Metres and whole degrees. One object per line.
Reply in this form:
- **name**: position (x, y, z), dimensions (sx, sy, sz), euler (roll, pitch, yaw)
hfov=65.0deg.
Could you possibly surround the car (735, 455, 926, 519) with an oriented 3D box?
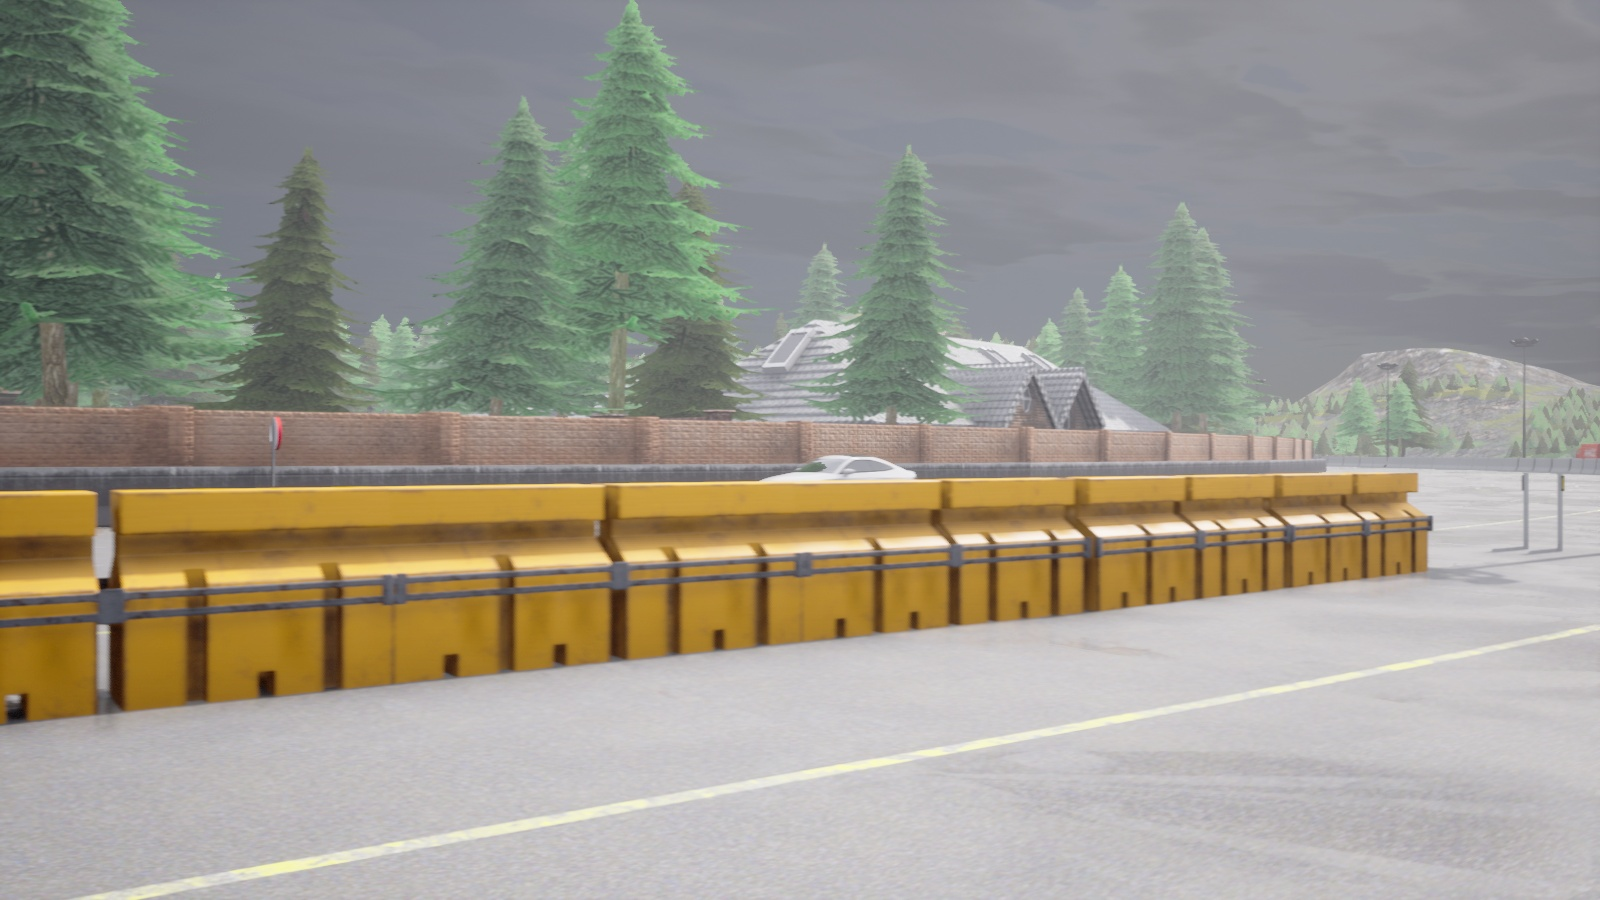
- **car**: position (0.823, 0.844, 30.772), dimensions (4.674, 1.442, 1.812), euler (0, 0, -41)
